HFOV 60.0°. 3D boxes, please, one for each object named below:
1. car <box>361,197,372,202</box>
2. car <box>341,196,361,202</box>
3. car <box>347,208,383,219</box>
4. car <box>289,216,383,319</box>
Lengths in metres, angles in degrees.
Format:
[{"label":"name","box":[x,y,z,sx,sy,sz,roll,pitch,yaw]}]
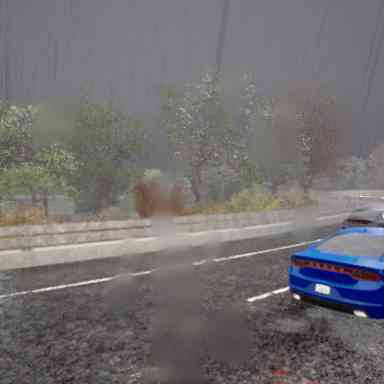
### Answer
[{"label":"car","box":[43.842,1.872,84.399,1.994,1.385,4.181,0,0,1]},{"label":"car","box":[40.350,1.884,84.637,1.994,1.385,4.181,0,0,1]},{"label":"car","box":[9.101,1.574,16.471,4.892,1.490,1.837,0,0,-44]},{"label":"car","box":[4.152,1.509,7.233,5.008,1.535,1.882,0,0,-39]}]
